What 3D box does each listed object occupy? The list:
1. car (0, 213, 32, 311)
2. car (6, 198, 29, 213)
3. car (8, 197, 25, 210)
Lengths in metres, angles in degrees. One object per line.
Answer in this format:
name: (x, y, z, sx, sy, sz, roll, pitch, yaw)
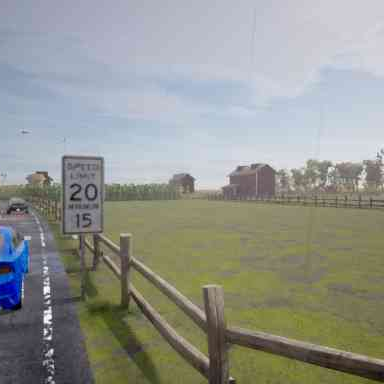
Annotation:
car: (-4.719, 1.479, 7.375, 1.882, 1.535, 5.008, 0, 0, -24)
car: (-18.395, 1.508, 35.178, 1.837, 1.490, 4.892, 0, 0, -28)
car: (-23.341, 1.505, 44.069, 1.837, 1.490, 4.892, 0, 0, -30)
